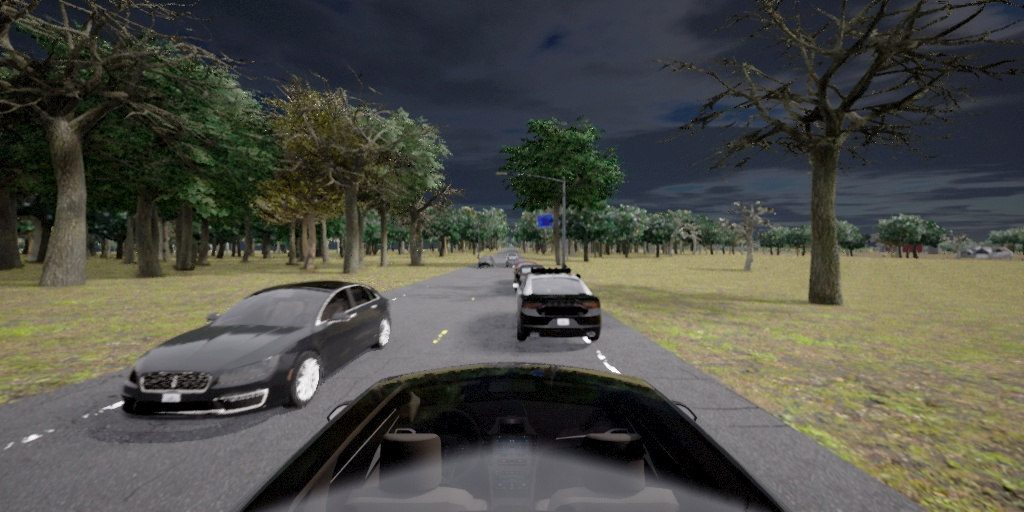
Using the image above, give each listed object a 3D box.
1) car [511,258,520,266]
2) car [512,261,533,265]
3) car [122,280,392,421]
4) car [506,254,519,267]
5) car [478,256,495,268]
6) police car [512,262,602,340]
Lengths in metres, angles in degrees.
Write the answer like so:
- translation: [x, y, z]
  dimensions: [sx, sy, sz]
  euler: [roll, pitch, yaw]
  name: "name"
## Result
- translation: [1.063, 1.105, 25.826]
  dimensions: [1.882, 1.535, 5.008]
  euler: [0, 0, 0]
  name: "car"
- translation: [1.060, 1.187, 19.828]
  dimensions: [1.812, 1.442, 4.674]
  euler: [0, 0, 0]
  name: "car"
- translation: [-3.597, 1.232, 6.214]
  dimensions: [1.837, 1.490, 4.892]
  euler: [0, 0, 0]
  name: "car"
- translation: [0.096, 0.859, 52.733]
  dimensions: [2.128, 1.511, 4.902]
  euler: [0, 1, 0]
  name: "car"
- translation: [-3.549, 0.752, 49.763]
  dimensions: [2.097, 1.767, 4.553]
  euler: [0, 1, 0]
  name: "car"
- translation: [1.054, 1.135, 9.938]
  dimensions: [1.930, 1.638, 5.238]
  euler: [0, 0, 0]
  name: "police car"
